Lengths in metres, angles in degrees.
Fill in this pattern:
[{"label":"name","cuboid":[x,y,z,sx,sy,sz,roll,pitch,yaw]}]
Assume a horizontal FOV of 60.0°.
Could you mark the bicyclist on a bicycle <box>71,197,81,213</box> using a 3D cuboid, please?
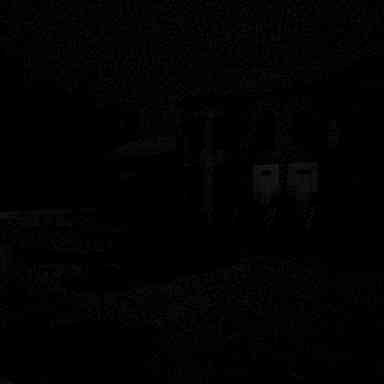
[{"label":"bicyclist on a bicycle","cuboid":[-11.766,1.366,33.746,1.656,1.620,0.582,0,1,36]}]
